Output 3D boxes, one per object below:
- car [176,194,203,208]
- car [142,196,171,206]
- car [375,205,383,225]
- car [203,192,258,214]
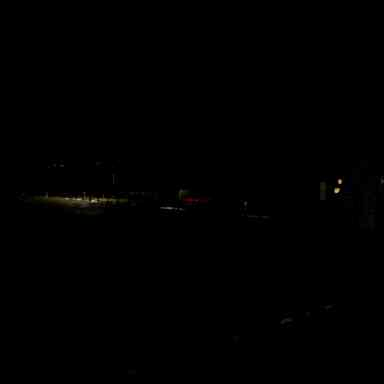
[{"bbox_3d":[-0.100,1.026,42.014,2.097,1.767,4.553,1,0,-36],"label":"car"},{"bbox_3d":[-4.648,1.206,43.249,1.895,1.301,4.718,1,0,-36],"label":"car"},{"bbox_3d":[12.007,1.426,18.985,1.812,1.442,4.674,1,0,-22],"label":"car"},{"bbox_3d":[3.899,0.984,31.546,2.150,2.045,5.566,1,0,-36],"label":"car"}]
